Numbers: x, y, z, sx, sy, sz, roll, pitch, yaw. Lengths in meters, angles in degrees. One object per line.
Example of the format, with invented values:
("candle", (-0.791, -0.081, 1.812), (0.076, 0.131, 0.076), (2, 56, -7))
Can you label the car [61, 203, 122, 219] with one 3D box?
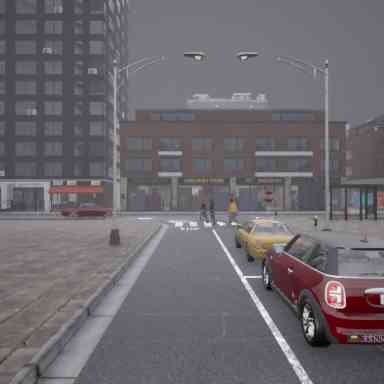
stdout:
("car", (-8.269, 1.611, 27.789), (4.718, 1.301, 1.895), (0, 0, 0))

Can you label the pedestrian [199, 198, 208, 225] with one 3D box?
("pedestrian", (0.837, 1.297, 22.846), (0.375, 1.860, 0.375), (0, 0, 0))

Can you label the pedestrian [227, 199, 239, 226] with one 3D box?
("pedestrian", (2.654, 1.303, 21.657), (0.375, 1.860, 0.375), (0, 0, 0))

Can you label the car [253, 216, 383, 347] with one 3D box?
("car", (2.609, 1.442, 6.328), (1.967, 1.590, 4.097), (0, 0, 0))

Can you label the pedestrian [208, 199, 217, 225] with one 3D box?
("pedestrian", (1.414, 1.300, 22.314), (0.375, 1.860, 0.375), (0, 0, 0))

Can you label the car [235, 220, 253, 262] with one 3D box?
("car", (2.576, 1.530, 11.935), (1.752, 1.417, 4.829), (0, 0, 0))
